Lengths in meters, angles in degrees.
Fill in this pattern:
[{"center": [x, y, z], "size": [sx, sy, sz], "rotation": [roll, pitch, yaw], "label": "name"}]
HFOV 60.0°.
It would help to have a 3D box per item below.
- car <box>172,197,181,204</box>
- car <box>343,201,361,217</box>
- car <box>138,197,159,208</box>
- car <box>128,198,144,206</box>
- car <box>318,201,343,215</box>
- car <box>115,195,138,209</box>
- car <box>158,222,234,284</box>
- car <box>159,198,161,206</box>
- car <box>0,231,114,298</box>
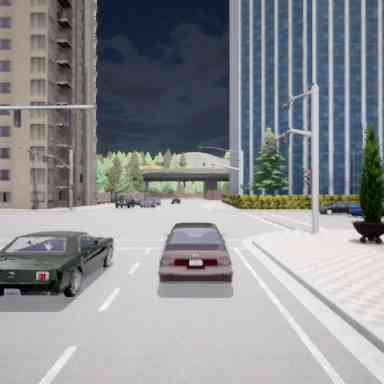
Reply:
[{"center": [-3.425, 1.898, 73.442], "size": [1.837, 1.490, 4.892], "rotation": [0, 0, 0], "label": "car"}, {"center": [17.579, 1.650, 31.746], "size": [5.008, 1.535, 1.882], "rotation": [0, 0, -1], "label": "car"}, {"center": [-7.039, 1.642, 53.523], "size": [2.097, 1.767, 4.553], "rotation": [0, 0, 0], "label": "car"}, {"center": [-10.488, 1.887, 62.791], "size": [2.033, 1.411, 5.357], "rotation": [0, 0, 1], "label": "car"}, {"center": [15.623, 1.696, 35.227], "size": [4.892, 1.490, 1.837], "rotation": [0, 0, -1], "label": "car"}, {"center": [-10.545, 1.506, 52.553], "size": [2.150, 2.045, 5.566], "rotation": [0, 0, 0], "label": "car"}, {"center": [0.087, 1.601, 9.788], "size": [2.033, 1.411, 5.357], "rotation": [0, 0, 0], "label": "car"}, {"center": [-6.992, 1.690, 62.412], "size": [2.097, 1.767, 4.553], "rotation": [0, 0, 0], "label": "car"}, {"center": [-3.414, 1.648, 8.595], "size": [1.895, 1.301, 4.718], "rotation": [0, 0, 0], "label": "car"}]
